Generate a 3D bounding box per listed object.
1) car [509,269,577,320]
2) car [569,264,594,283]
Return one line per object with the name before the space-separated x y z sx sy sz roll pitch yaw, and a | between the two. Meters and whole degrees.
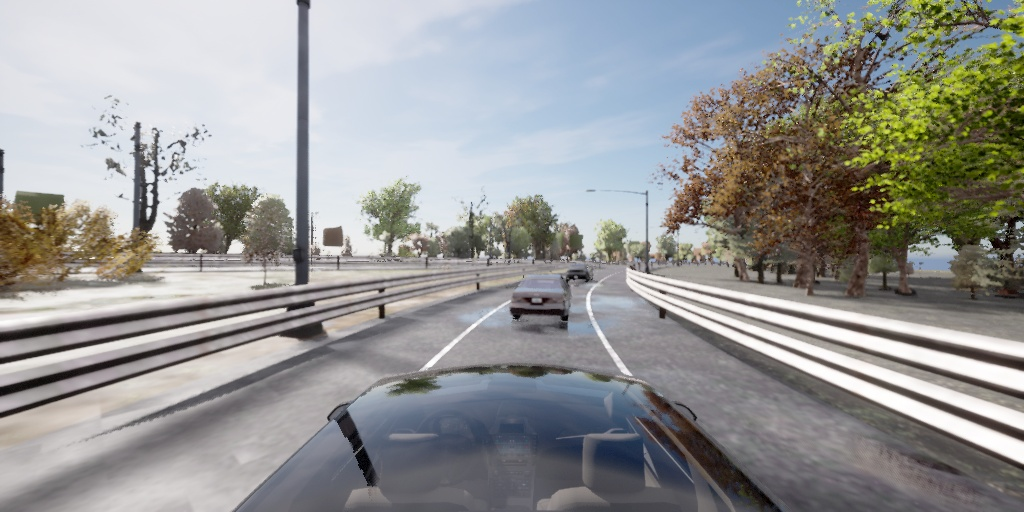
car | 1.176 1.344 12.840 2.033 1.411 5.357 0 0 10
car | 5.856 1.437 30.718 1.837 1.490 4.892 0 0 19
